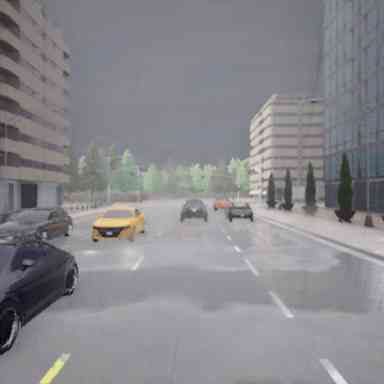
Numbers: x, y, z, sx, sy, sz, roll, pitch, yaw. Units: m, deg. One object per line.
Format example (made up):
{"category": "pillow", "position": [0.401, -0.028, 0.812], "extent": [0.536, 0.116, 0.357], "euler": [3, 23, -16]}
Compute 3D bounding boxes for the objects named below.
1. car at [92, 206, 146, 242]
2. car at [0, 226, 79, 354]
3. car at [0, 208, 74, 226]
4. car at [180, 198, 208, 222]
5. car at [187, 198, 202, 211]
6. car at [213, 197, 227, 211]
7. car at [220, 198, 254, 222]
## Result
{"category": "car", "position": [-3.513, 1.492, 16.694], "extent": [1.882, 1.535, 5.008], "euler": [0, 0, 1]}
{"category": "car", "position": [-3.576, 1.568, 5.918], "extent": [1.994, 1.385, 4.181], "euler": [0, 0, 0]}
{"category": "car", "position": [-7.023, 1.516, 15.313], "extent": [1.837, 1.490, 4.892], "euler": [0, 0, 0]}
{"category": "car", "position": [0.187, 1.377, 26.845], "extent": [2.097, 1.767, 4.553], "euler": [0, 0, 1]}
{"category": "car", "position": [0.262, 1.543, 42.241], "extent": [1.837, 1.490, 4.892], "euler": [0, -1, -1]}
{"category": "car", "position": [3.756, 1.394, 42.069], "extent": [2.097, 1.767, 4.553], "euler": [0, 0, 1]}
{"category": "car", "position": [3.684, 1.517, 26.497], "extent": [2.128, 1.511, 4.902], "euler": [0, 0, 1]}
